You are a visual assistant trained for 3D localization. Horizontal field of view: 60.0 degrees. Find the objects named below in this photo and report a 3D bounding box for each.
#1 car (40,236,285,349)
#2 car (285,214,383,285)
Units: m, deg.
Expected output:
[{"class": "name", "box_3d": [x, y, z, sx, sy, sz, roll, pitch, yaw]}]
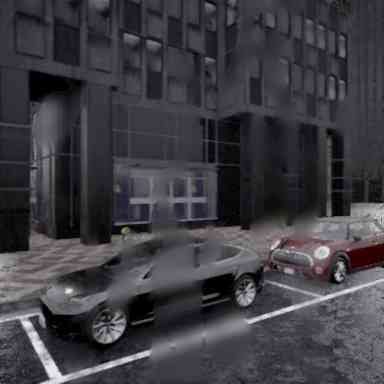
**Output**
[{"class": "car", "box_3d": [-0.487, 1.579, 6.303, 4.313, 1.339, 1.947, 0, 0, -35]}, {"class": "car", "box_3d": [4.075, 1.476, 9.555, 4.097, 1.590, 1.967, 0, 0, -35]}]
